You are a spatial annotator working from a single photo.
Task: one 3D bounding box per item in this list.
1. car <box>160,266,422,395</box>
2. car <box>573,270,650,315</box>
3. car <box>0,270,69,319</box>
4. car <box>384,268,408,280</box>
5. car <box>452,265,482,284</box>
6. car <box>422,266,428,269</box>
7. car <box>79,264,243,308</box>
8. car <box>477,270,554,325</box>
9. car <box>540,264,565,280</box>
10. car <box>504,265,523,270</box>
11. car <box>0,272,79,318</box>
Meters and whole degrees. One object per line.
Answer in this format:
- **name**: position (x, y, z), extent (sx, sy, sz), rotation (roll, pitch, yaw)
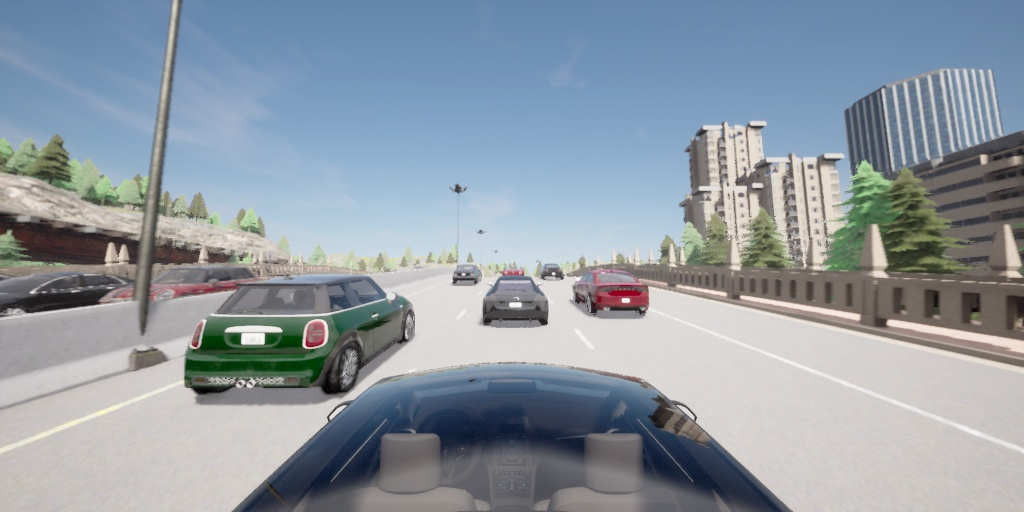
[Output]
- **car**: position (-3.399, 1.114, 6.836), extent (2.097, 1.767, 4.553), rotation (0, 0, 0)
- **car**: position (3.602, 1.258, 13.811), extent (1.882, 1.535, 5.008), rotation (0, 0, 0)
- **car**: position (-17.597, 1.263, 10.921), extent (2.128, 1.511, 4.902), rotation (0, 0, 0)
- **car**: position (-17.554, 2.798, 54.504), extent (1.882, 1.535, 5.008), rotation (0, -6, 0)
- **car**: position (-3.396, 1.367, 27.736), extent (2.033, 1.411, 5.357), rotation (0, 0, 0)
- **car**: position (-14.057, 2.538, 54.486), extent (2.150, 2.045, 5.566), rotation (0, -6, 0)
- **car**: position (-10.597, 1.128, 11.986), extent (2.097, 1.767, 4.553), rotation (0, 0, 0)
- **car**: position (0.102, 1.340, 12.013), extent (1.994, 1.385, 4.181), rotation (0, 0, 0)
- **car**: position (3.604, 1.435, 33.343), extent (1.812, 1.442, 4.674), rotation (0, -2, 0)
- **car**: position (0.104, 1.472, 31.730), extent (1.895, 1.301, 4.718), rotation (0, -1, 0)
- **car**: position (-14.098, 1.277, 10.934), extent (1.837, 1.490, 4.892), rotation (0, 0, 0)
